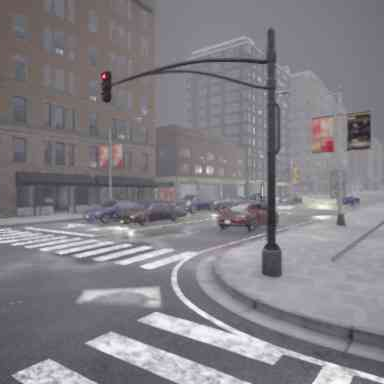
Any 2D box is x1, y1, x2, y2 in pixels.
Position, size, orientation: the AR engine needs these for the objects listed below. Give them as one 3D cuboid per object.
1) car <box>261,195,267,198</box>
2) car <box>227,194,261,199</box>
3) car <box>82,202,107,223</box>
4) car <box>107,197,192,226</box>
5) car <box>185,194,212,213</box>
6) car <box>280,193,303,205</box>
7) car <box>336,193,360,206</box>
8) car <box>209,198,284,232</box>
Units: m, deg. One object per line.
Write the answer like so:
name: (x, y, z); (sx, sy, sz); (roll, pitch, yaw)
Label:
car: (8.072, 1.003, 41.811); (1.994, 1.385, 4.181); (0, 1, 36)
car: (4.097, 1.141, 30.791); (2.033, 1.411, 5.357); (0, 1, 36)
car: (-5.353, 1.293, 23.253); (1.812, 1.442, 4.674); (0, 1, 37)
car: (-2.562, 1.302, 21.576); (2.033, 1.411, 5.357); (0, 1, 36)
car: (0.138, 0.986, 30.858); (2.097, 1.767, 4.553); (0, 1, 36)
car: (12.638, 0.877, 42.560); (2.128, 1.511, 4.902); (0, 1, 36)
car: (18.444, 0.835, 39.210); (1.882, 1.535, 5.008); (0, 1, 36)
car: (3.098, 1.255, 18.120); (1.812, 1.442, 4.674); (0, 1, 37)
